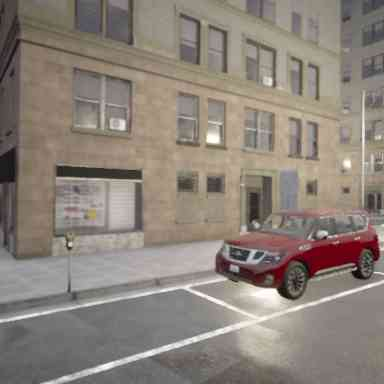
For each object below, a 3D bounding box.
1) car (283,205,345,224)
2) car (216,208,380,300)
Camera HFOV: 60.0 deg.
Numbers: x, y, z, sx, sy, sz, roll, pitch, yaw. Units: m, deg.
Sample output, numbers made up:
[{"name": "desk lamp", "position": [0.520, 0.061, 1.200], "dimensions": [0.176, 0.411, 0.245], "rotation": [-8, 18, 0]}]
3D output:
[{"name": "car", "position": [10.327, 1.835, 28.494], "dimensions": [1.895, 1.301, 4.718], "rotation": [1, -1, -38]}, {"name": "car", "position": [2.986, 1.388, 8.773], "dimensions": [5.009, 1.841, 2.192], "rotation": [1, 0, -35]}]
